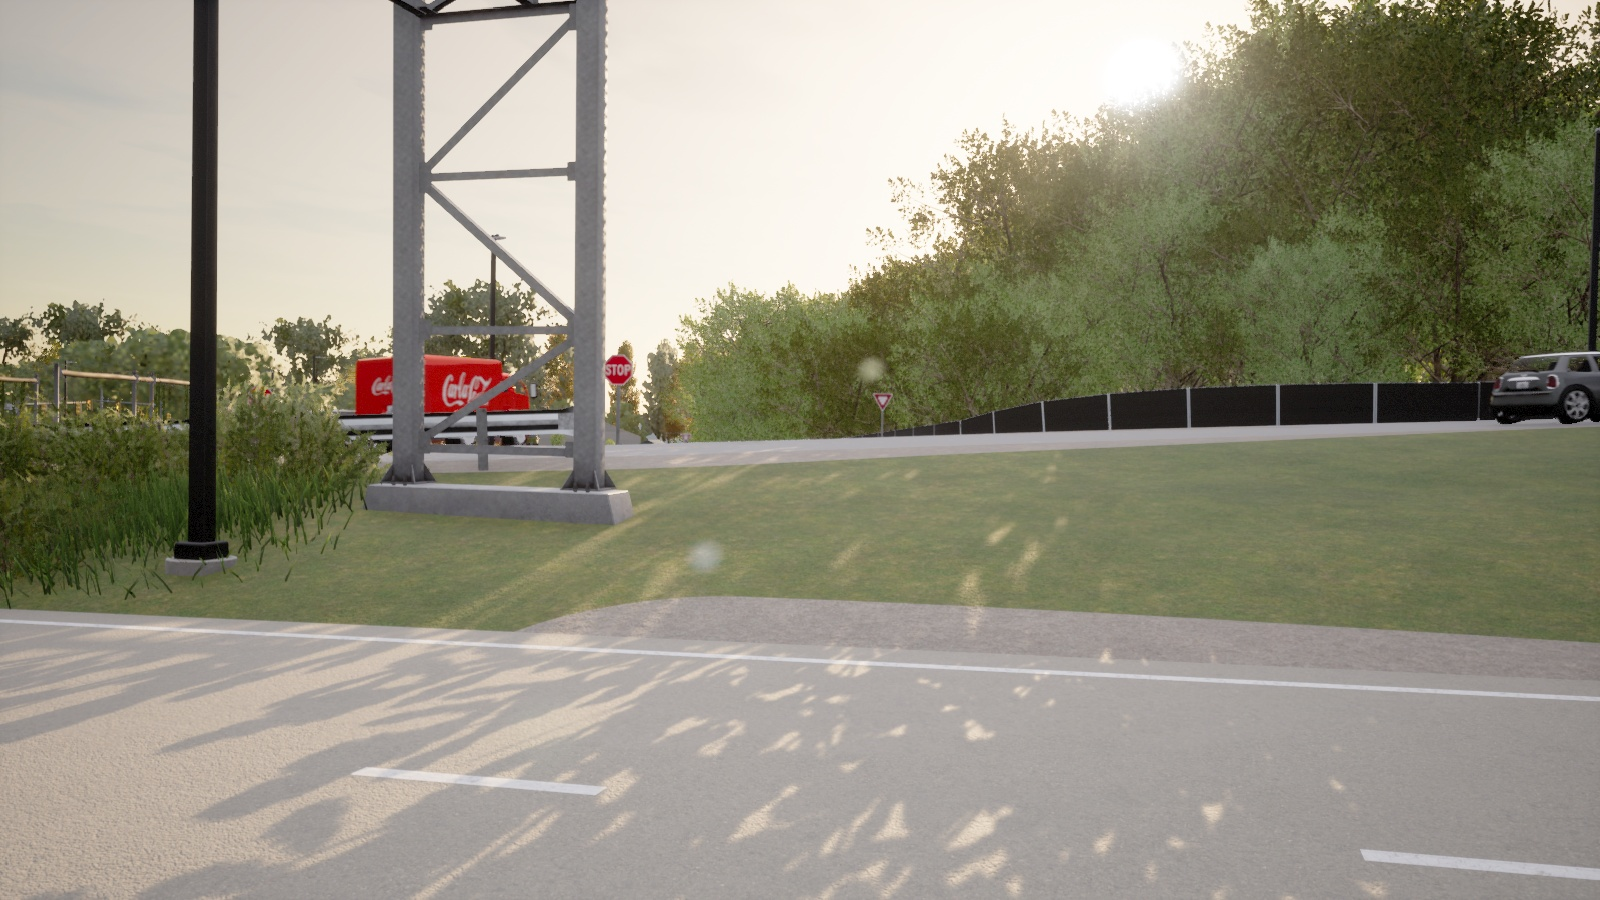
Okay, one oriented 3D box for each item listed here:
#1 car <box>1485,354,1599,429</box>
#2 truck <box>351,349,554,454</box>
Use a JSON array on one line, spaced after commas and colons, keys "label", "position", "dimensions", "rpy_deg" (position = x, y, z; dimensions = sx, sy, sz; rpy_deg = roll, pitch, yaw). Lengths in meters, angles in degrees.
[{"label": "car", "position": [16.710, -1.220, 26.338], "dimensions": [3.806, 1.475, 1.970], "rpy_deg": [-1, 1, -15]}, {"label": "truck", "position": [-9.089, -1.211, 33.437], "dimensions": [2.627, 2.467, 5.204], "rpy_deg": [-2, 0, 19]}]
